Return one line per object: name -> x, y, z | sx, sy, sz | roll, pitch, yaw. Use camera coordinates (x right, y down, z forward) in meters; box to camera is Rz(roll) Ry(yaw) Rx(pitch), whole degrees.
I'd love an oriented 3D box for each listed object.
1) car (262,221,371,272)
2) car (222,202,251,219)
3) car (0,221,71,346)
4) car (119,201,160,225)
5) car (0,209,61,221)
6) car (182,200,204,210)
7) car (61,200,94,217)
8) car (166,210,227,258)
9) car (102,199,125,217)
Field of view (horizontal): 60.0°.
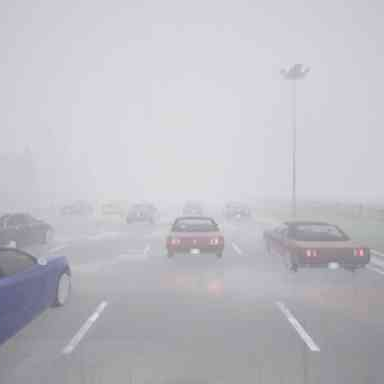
car -> 3.600, 1.571, 10.665 | 1.895, 1.301, 4.718 | 0, 0, 0
car -> 3.597, 1.524, 27.711 | 1.895, 1.301, 4.718 | 0, 0, 0
car -> -3.398, 1.464, 4.820 | 1.882, 1.535, 5.008 | 0, 0, 0
car -> -3.403, 1.482, 23.645 | 2.033, 1.411, 5.357 | 0, 0, 0
car -> -6.901, 1.470, 12.422 | 1.837, 1.490, 4.892 | 0, 0, 0
car -> 0.084, 1.442, 30.260 | 1.812, 1.442, 4.674 | 0, 0, 0
car -> -10.416, 1.441, 30.257 | 1.812, 1.442, 4.674 | 0, 0, 0
car -> 0.099, 1.566, 12.630 | 1.895, 1.301, 4.718 | 0, 0, 0
car -> -6.902, 1.392, 30.731 | 1.882, 1.535, 5.008 | 0, 0, 0
